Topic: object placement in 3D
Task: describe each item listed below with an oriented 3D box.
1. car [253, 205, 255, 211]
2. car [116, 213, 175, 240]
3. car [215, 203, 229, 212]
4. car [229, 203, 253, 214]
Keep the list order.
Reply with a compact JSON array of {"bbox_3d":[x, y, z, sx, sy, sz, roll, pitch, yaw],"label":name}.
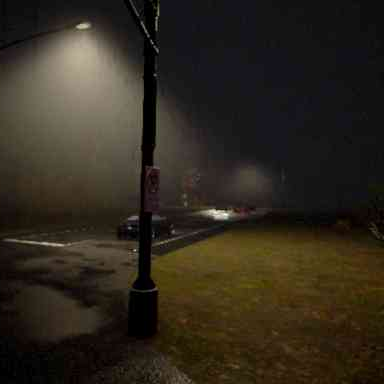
[{"bbox_3d":[10.017,2.672,58.281,1.895,1.301,4.718,1,-1,16],"label":"car"},{"bbox_3d":[-2.533,1.864,19.083,1.994,1.385,4.181,1,-1,20],"label":"car"},{"bbox_3d":[5.015,2.479,53.603,1.895,1.301,4.718,1,-1,16],"label":"car"},{"bbox_3d":[7.261,2.358,48.773,1.882,1.535,5.008,1,-1,17],"label":"car"}]
